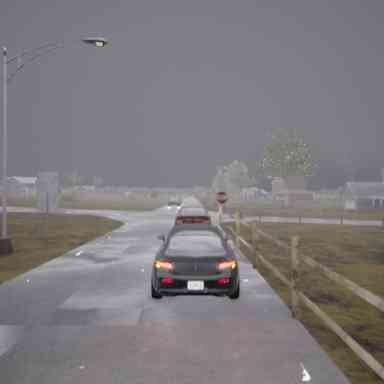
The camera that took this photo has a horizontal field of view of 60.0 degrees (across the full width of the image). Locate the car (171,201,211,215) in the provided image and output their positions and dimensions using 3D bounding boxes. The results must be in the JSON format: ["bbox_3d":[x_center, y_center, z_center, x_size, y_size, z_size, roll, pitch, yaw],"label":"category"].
[{"bbox_3d":[0.056,1.500,18.388,1.882,1.535,5.008,0,0,0],"label":"car"}]

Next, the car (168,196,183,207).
[{"bbox_3d":[-2.877,1.578,54.522,1.882,1.535,5.008,0,0,0],"label":"car"}]

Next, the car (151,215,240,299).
[{"bbox_3d":[0.080,1.531,8.332,1.812,1.442,4.674,0,0,0],"label":"car"}]
